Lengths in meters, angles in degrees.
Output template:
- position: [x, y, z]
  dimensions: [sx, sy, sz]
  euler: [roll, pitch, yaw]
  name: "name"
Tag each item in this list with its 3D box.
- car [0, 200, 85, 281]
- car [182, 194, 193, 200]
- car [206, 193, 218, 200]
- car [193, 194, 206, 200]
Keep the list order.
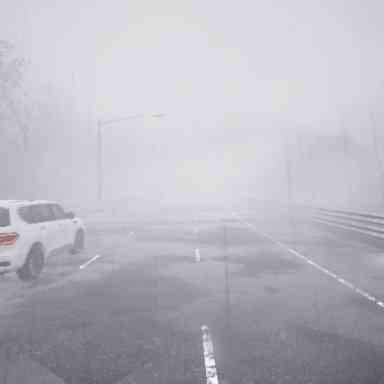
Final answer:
- position: [-5.060, 1.239, 10.073]
  dimensions: [2.150, 2.045, 5.566]
  euler: [-1, 0, 0]
  name: "car"
- position: [-1.560, 1.401, 85.777]
  dimensions: [2.033, 1.411, 5.357]
  euler: [-1, 0, 6]
  name: "car"
- position: [5.520, 1.157, 86.346]
  dimensions: [2.097, 1.767, 4.553]
  euler: [-1, 0, 6]
  name: "car"
- position: [1.968, 1.427, 85.916]
  dimensions: [1.895, 1.301, 4.718]
  euler: [-1, 0, 6]
  name: "car"
